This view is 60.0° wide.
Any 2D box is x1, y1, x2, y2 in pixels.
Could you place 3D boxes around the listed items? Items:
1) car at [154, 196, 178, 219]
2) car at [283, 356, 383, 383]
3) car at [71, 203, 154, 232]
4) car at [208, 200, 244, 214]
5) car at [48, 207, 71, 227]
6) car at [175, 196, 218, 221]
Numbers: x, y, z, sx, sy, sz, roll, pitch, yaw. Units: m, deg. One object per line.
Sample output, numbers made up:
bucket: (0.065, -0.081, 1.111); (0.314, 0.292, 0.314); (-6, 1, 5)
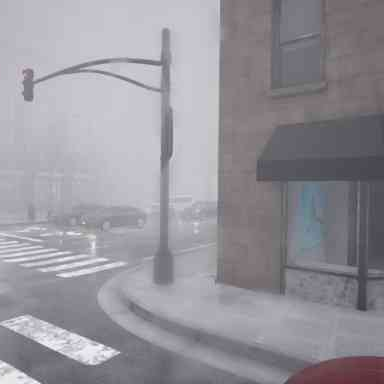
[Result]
car: (-1.751, 1.372, 31.636); (2.150, 2.045, 5.566); (1, 0, 35)
car: (2.434, 1.545, 1.217); (4.507, 1.381, 1.887); (0, 1, 35)
car: (-4.961, 1.615, 21.529); (1.837, 1.490, 4.892); (1, 0, 35)
car: (4.221, 1.731, 39.995); (2.128, 1.511, 4.902); (1, 0, 36)
car: (-7.612, 1.568, 23.409); (1.837, 1.490, 4.892); (1, 0, 35)
car: (0.943, 1.550, 29.810); (2.097, 1.767, 4.553); (1, 0, 36)
